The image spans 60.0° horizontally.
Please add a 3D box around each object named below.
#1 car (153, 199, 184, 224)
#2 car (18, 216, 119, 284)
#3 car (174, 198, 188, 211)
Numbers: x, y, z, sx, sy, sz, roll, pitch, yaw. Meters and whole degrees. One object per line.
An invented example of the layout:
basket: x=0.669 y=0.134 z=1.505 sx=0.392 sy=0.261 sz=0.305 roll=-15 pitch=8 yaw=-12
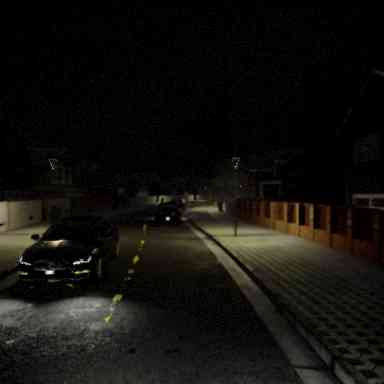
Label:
car: x=-1.784 y=1.521 z=24.715 sx=1.837 sy=1.490 sz=4.892 roll=0 pitch=0 yaw=-4
car: x=-3.311 y=1.517 z=9.763 sx=1.837 sy=1.490 sz=4.892 roll=0 pitch=0 yaw=-4
car: x=-1.624 y=1.520 z=41.388 sx=2.128 sy=1.511 sz=4.902 roll=0 pitch=0 yaw=5
